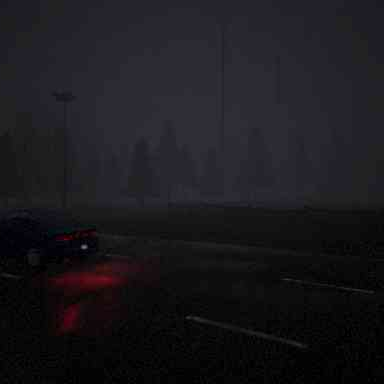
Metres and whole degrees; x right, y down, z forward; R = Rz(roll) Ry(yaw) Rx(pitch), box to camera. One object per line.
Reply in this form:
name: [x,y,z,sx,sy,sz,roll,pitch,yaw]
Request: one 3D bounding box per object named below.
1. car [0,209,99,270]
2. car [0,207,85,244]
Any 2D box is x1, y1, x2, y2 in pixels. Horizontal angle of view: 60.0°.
car: [-5.370,1.486,11.122,5.008,1.535,1.882,0,0,29]
car: [-8.108,1.561,16.588,5.357,1.411,2.033,0,0,26]
